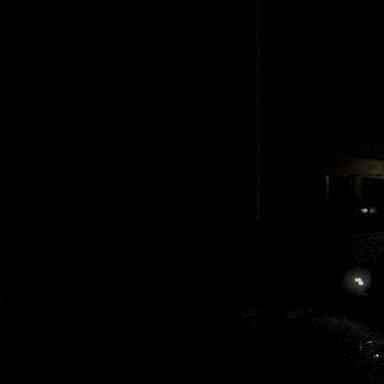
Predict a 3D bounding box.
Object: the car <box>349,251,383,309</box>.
[{"bbox_3d":[5.546,1.545,7.025,5.357,1.411,2.033,0,0,-35],"label":"car"}]
